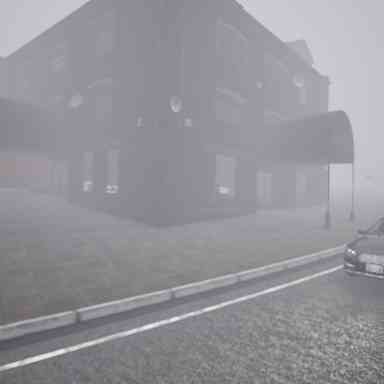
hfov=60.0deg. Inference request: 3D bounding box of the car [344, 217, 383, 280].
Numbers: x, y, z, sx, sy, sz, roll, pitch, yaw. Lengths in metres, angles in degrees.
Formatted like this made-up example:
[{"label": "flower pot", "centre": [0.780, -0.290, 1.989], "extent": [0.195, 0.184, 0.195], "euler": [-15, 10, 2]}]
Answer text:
[{"label": "car", "centre": [5.904, 1.426, 9.099], "extent": [4.902, 1.511, 2.128], "euler": [-1, 1, -42]}]
